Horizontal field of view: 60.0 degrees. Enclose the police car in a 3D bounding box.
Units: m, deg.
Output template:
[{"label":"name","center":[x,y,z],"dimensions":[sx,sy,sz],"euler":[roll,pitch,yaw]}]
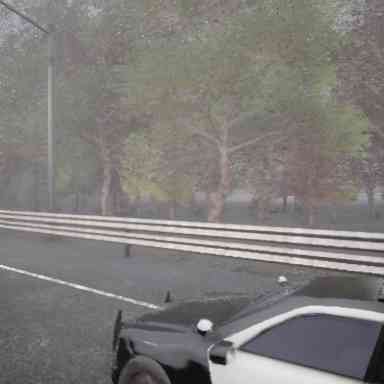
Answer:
[{"label":"police car","center":[1.349,1.508,2.906],"dimensions":[4.974,1.542,2.038],"euler":[0,0,36]}]
